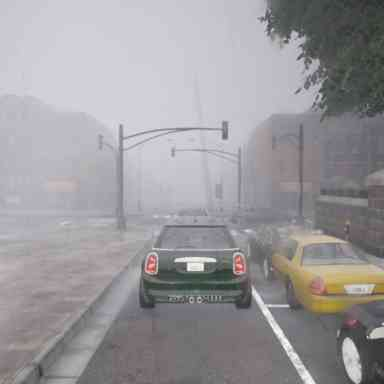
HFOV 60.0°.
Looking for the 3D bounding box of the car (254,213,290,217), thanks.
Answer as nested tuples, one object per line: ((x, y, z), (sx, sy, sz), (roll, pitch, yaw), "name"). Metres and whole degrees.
((2.668, 1.548, 9.622), (2.008, 1.369, 4.403), (-1, 0, 0), "car")

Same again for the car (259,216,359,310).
((2.688, 1.523, 7.648), (1.752, 1.417, 4.829), (-1, 0, 0), "car")

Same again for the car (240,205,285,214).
((4.717, 1.610, 23.035), (4.181, 1.385, 1.994), (0, 1, 0), "car")

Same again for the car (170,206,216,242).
((0.042, 1.555, 17.464), (2.033, 1.411, 5.357), (0, 0, 0), "car")

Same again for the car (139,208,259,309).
((0.080, 1.350, 8.030), (2.097, 1.767, 4.553), (0, 0, 0), "car")

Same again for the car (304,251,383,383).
((2.626, 1.550, 2.486), (2.008, 1.369, 4.403), (-1, 0, 0), "car")
